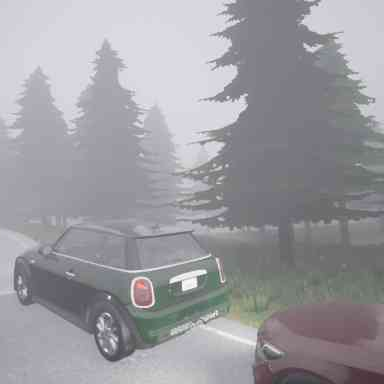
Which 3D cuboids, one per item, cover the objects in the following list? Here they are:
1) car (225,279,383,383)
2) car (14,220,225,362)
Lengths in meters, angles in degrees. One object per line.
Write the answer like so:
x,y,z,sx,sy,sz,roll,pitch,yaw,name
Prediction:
2.768,1.532,2.584,4.674,1.442,1.812,1,0,36,car
-1.567,1.309,6.198,4.553,1.767,2.097,1,1,44,car
